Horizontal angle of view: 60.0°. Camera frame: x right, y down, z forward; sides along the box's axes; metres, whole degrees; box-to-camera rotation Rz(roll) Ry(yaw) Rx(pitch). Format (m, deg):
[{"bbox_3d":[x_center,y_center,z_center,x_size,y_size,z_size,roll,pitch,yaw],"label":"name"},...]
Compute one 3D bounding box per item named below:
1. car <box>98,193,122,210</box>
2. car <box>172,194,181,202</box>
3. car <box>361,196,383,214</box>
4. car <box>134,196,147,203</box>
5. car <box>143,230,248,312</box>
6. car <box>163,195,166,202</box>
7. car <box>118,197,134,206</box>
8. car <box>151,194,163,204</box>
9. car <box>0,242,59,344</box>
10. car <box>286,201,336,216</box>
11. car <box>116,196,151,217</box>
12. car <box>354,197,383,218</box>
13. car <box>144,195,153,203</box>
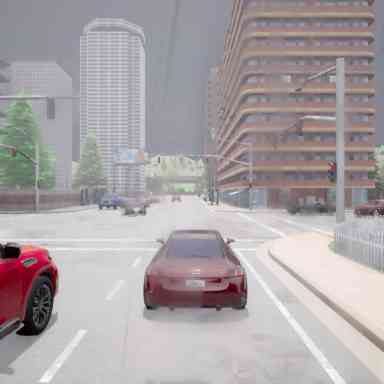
[{"bbox_3d":[-10.641,1.221,44.086,2.150,2.045,5.566,0,0,2],"label":"car"},{"bbox_3d":[-3.615,1.355,77.729,2.097,1.767,4.553,0,0,0],"label":"car"},{"bbox_3d":[19.815,1.296,34.249,4.553,1.767,2.097,0,0,-27],"label":"car"},{"bbox_3d":[-10.601,1.504,68.743,1.837,1.490,4.892,0,0,0],"label":"car"},{"bbox_3d":[0.081,1.564,7.819,1.994,1.385,4.181,0,0,1],"label":"car"},{"bbox_3d":[-7.115,1.518,77.961,1.812,1.442,4.674,0,0,0],"label":"car"},{"bbox_3d":[-10.669,1.526,54.030,1.812,1.442,4.674,0,0,0],"label":"car"},{"bbox_3d":[-7.148,1.525,62.746,1.812,1.442,4.674,0,0,0],"label":"car"},{"bbox_3d":[-3.437,1.221,3.539,2.150,2.045,5.566,0,0,0],"label":"car"},{"bbox_3d":[11.376,1.545,31.393,4.718,1.301,1.895,0,0,-13],"label":"car"},{"bbox_3d":[-5.692,1.470,31.805,2.128,1.511,4.902,-1,0,-19],"label":"car"},{"bbox_3d":[16.535,1.422,29.129,5.008,1.535,1.882,0,0,-20],"label":"car"},{"bbox_3d":[-7.149,1.526,47.534,1.812,1.442,4.674,0,0,-1],"label":"car"}]
